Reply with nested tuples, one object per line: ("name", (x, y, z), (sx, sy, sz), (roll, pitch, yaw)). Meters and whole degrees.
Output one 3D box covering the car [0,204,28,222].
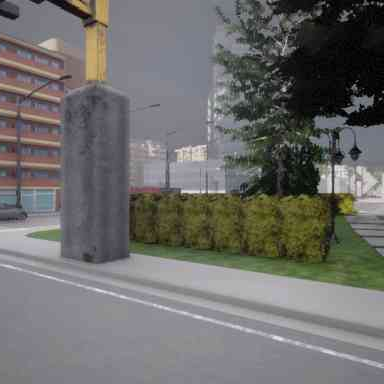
("car", (-14.239, 1.564, 24.099), (1.994, 1.385, 4.181), (0, 0, 35))
